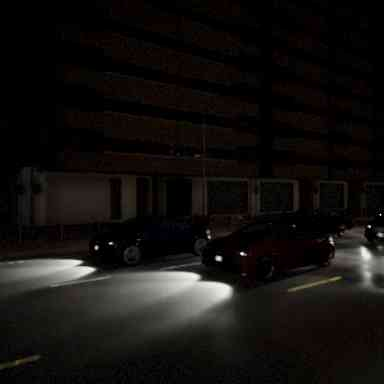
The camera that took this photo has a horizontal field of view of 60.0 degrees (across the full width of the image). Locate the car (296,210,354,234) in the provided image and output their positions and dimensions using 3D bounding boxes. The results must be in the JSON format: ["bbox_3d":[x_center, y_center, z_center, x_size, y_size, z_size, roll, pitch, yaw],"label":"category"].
[{"bbox_3d":[5.904,1.584,16.547,4.718,1.301,1.895,0,0,-34],"label":"car"}]

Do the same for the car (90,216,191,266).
[{"bbox_3d":[-1.345,1.557,11.552,4.181,1.385,1.994,0,0,-35],"label":"car"}]

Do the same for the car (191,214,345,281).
[{"bbox_3d":[2.338,1.556,9.856,4.181,1.385,1.994,0,0,-35],"label":"car"}]

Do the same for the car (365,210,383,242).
[{"bbox_3d":[9.680,1.473,14.874,4.902,1.511,2.128,0,0,-34],"label":"car"}]
